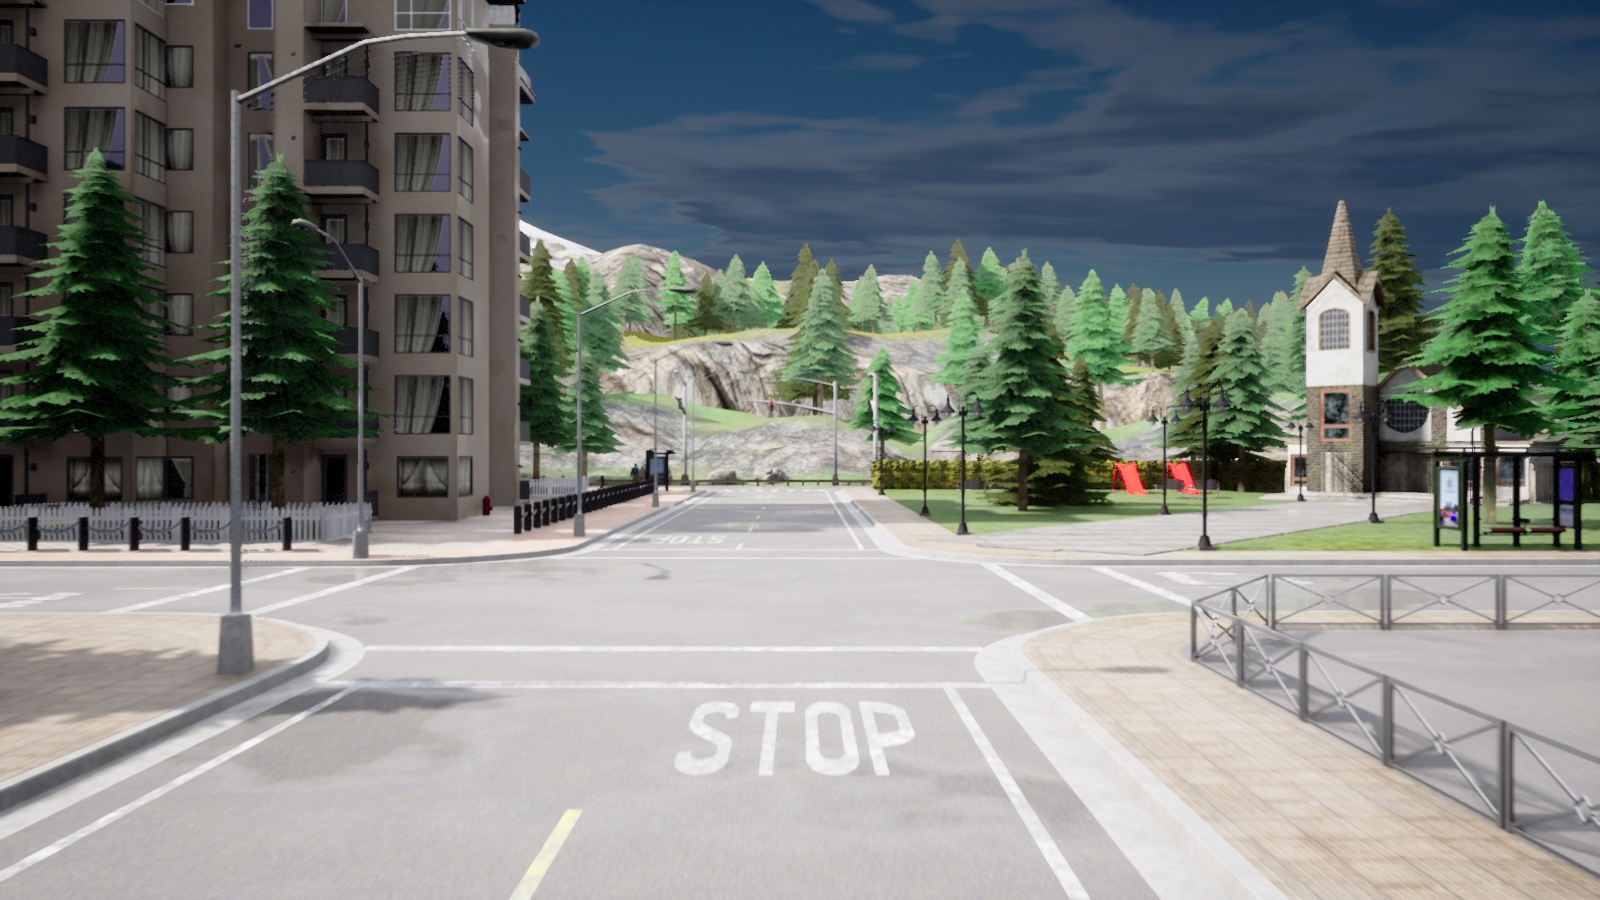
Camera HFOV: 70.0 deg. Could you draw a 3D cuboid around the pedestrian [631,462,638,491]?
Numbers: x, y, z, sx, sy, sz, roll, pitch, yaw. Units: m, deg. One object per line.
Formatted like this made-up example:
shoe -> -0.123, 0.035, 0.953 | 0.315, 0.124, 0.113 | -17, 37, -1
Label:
pedestrian -> -10.622, 1.676, 73.304 | 0.375, 1.860, 0.375 | 0, 0, 0
